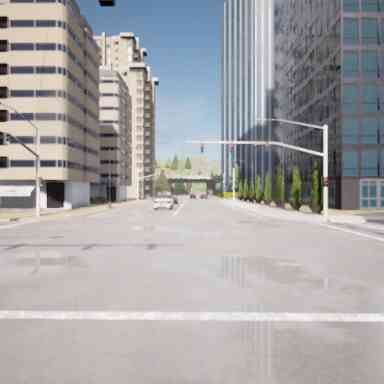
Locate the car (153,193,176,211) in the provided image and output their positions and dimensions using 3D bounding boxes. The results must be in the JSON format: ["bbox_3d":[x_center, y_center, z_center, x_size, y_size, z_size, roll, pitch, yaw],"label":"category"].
[{"bbox_3d":[-3.499,1.179,41.386,2.150,2.045,5.566,0,0,0],"label":"car"}]

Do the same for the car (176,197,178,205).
[{"bbox_3d":[-3.443,1.419,57.557,1.882,1.535,5.008,0,0,0],"label":"car"}]
